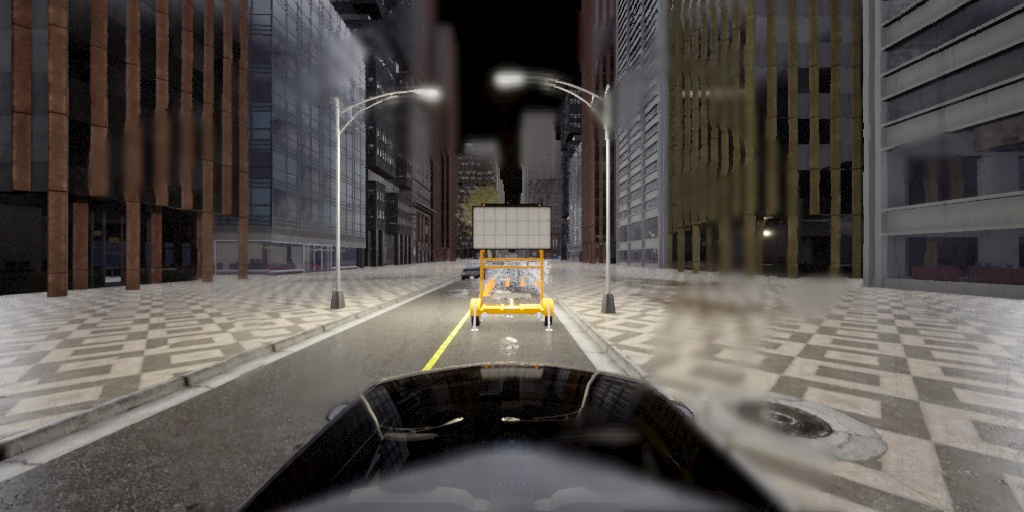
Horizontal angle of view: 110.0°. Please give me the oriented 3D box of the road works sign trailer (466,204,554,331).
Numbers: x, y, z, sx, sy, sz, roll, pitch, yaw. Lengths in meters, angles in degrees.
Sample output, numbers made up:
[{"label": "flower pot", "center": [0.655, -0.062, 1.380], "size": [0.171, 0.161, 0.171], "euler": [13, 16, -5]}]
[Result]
[{"label": "road works sign trailer", "center": [-0.007, 0.215, 10.981], "size": [2.380, 3.560, 2.880], "euler": [0, 0, 0]}]

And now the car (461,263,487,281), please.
[{"label": "car", "center": [-3.123, 1.302, 30.523], "size": [2.033, 1.411, 5.357], "euler": [0, 0, 0]}]
